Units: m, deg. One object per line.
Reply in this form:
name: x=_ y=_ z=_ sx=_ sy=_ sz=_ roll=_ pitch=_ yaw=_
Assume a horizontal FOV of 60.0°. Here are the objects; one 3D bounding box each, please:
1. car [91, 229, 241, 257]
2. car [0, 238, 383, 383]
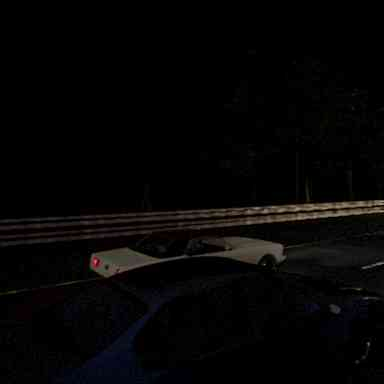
car: x=0.124 y=1.573 z=8.129 sx=4.718 sy=1.301 sz=1.895 roll=-1 pitch=0 yaw=-35
car: x=0.246 y=1.536 z=3.921 sx=5.357 sy=1.411 sz=2.033 roll=0 pitch=0 yaw=-35
